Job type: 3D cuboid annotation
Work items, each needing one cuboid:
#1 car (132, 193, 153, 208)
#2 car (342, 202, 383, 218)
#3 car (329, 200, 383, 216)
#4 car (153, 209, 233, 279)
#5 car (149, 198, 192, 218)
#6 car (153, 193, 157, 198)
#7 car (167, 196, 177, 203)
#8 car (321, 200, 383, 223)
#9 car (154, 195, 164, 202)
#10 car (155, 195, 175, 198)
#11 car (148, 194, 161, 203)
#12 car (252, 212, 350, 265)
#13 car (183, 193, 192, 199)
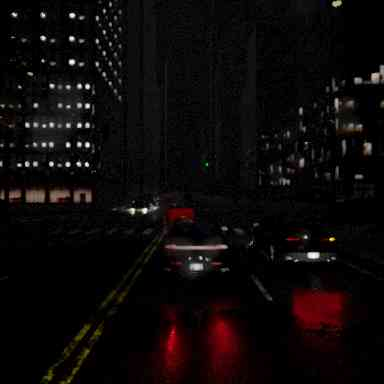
[{"bbox_3d":[-7.106,1.329,46.611,2.097,1.767,4.553,0,0,-1],"label":"car"},{"bbox_3d":[16.338,1.606,30.563,4.181,1.385,1.994,0,-1,2],"label":"car"},{"bbox_3d":[16.827,1.581,33.803,4.902,1.511,2.128,0,-1,2],"label":"car"},{"bbox_3d":[0.101,1.491,10.008,2.128,1.511,4.902,0,0,0],"label":"car"},{"bbox_3d":[-1.357,1.419,23.161,1.882,1.535,5.008,0,0,-19],"label":"car"},{"bbox_3d":[-7.235,1.189,56.184,2.150,2.045,5.566,0,0,0],"label":"car"},{"bbox_3d":[-4.138,1.556,68.275,1.895,1.301,4.718,0,0,-1],"label":"car"},{"bbox_3d":[11.941,1.418,24.022,5.008,1.535,1.882,0,-2,-3],"label":"car"},{"bbox_3d":[-7.523,1.468,76.147,1.812,1.442,4.674,0,0,-1],"label":"car"},{"bbox_3d":[-3.883,1.540,48.419,1.994,1.385,4.181,0,0,-1],"label":"car"},{"bbox_3d":[-7.348,1.310,65.877,2.097,1.767,4.553,0,0,-1],"label":"car"},{"bbox_3d":[3.352,1.504,11.599,1.837,1.490,4.892,0,0,0],"label":"car"},{"bbox_3d":[-1.057,1.168,78.206,2.150,2.045,5.566,0,0,-1],"label":"car"}]
